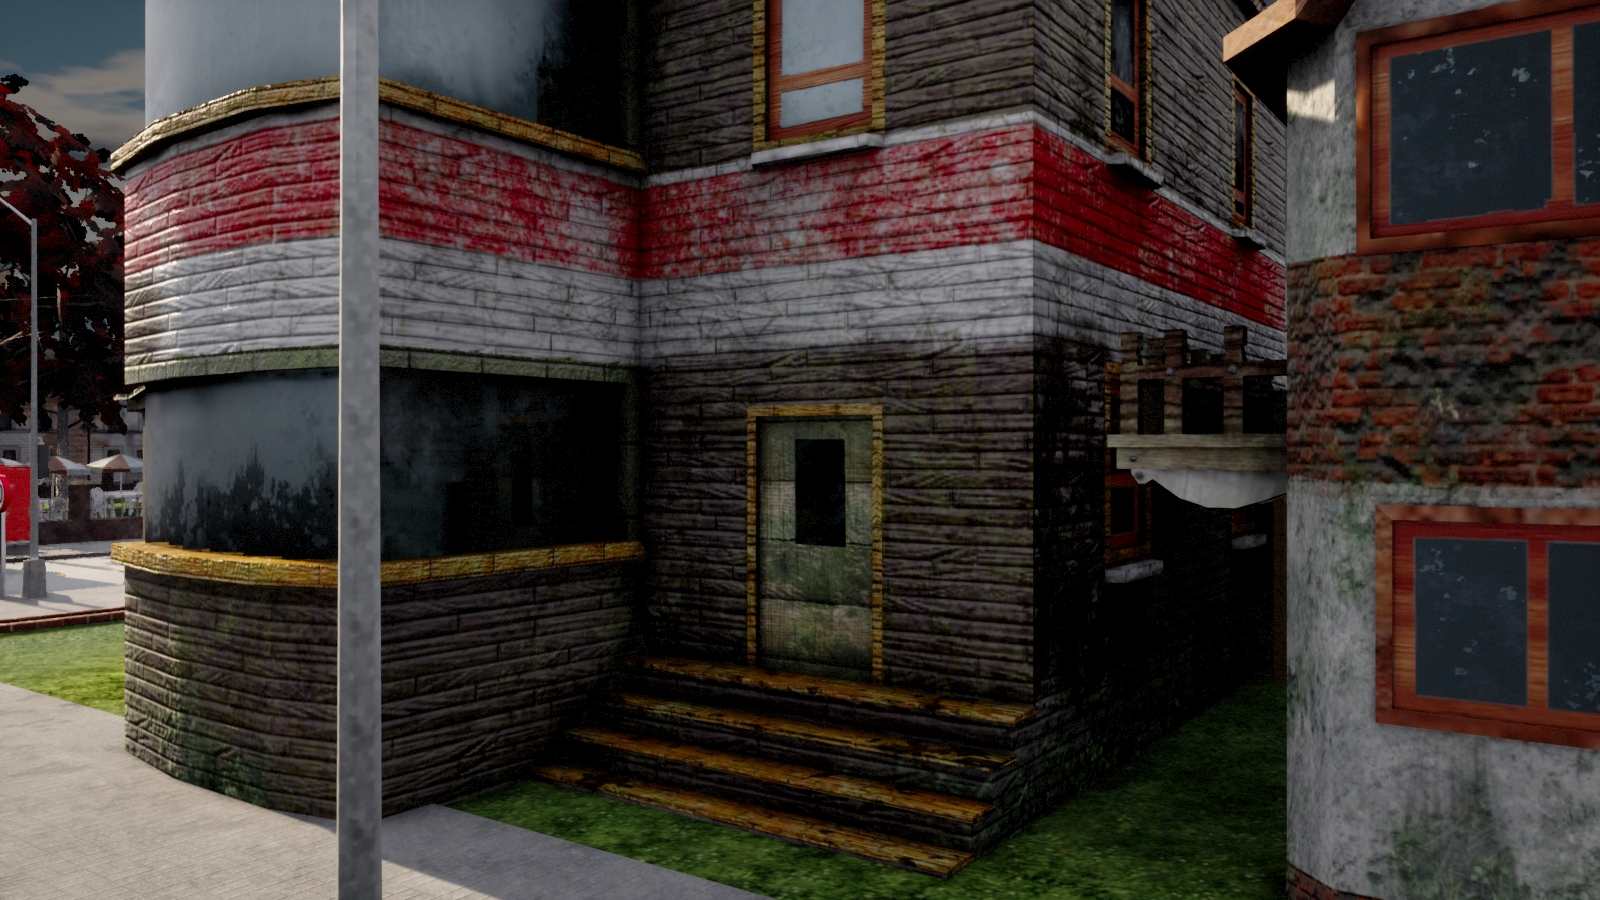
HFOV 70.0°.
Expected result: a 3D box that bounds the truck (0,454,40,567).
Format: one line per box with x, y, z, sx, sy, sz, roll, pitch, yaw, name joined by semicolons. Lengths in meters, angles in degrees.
-19.725;1.336;24.414;2.627;2.467;5.204;0;0;35;truck
